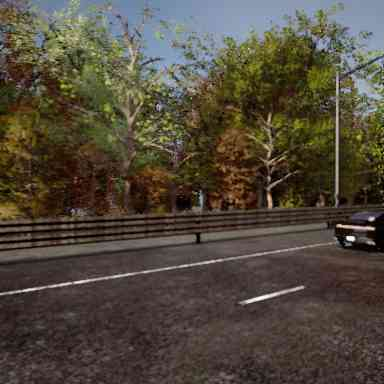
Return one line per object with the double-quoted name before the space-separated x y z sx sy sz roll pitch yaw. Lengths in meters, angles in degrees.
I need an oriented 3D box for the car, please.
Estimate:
"car" 7.879 1.529 13.804 4.902 1.511 2.128 0 0 -36
